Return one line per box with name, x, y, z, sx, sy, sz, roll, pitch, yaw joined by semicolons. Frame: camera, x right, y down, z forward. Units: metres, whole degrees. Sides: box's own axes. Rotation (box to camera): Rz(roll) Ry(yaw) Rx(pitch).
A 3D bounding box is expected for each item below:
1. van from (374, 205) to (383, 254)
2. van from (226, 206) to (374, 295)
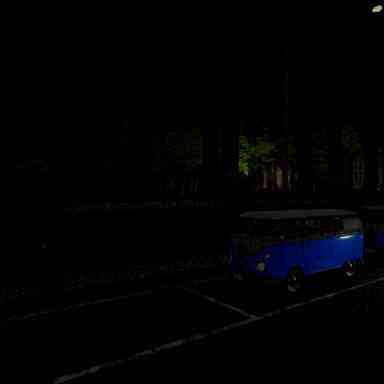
van;7.312;1.338;11.744;3.998;1.788;1.690;0;0;-35
van;2.705;1.340;8.460;3.998;1.788;1.690;0;0;-35
